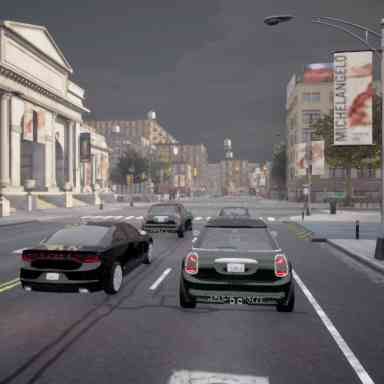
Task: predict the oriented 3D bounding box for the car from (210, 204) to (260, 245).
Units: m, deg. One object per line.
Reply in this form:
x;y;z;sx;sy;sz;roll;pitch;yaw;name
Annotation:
2.163;1.489;16.803;2.128;1.511;4.902;0;0;8;car

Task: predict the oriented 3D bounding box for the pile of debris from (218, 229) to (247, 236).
2.221;2.175;18.040;1.500;0.140;1.860;0;0;8;pile of debris

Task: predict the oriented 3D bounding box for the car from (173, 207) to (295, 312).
1.023;1.352;7.956;2.097;1.767;4.553;0;0;7;car

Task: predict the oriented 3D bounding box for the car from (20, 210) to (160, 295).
-2.395;1.478;8.877;1.882;1.535;5.008;0;0;7;car

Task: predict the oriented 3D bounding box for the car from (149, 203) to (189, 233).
-1.196;1.352;18.009;2.097;1.767;4.553;0;0;8;car
